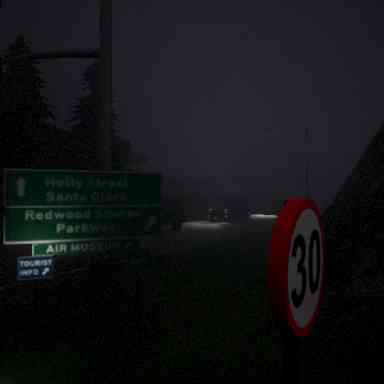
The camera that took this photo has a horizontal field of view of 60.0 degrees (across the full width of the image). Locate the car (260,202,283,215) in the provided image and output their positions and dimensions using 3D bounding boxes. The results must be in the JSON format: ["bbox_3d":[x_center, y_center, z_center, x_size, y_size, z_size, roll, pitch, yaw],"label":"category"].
[{"bbox_3d":[9.139,1.755,36.916,1.994,1.385,4.181,0,0,36],"label":"car"}]

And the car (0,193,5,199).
[{"bbox_3d":[-38.481,1.487,70.008,4.514,1.523,2.007,0,0,35],"label":"car"}]

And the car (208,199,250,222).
[{"bbox_3d":[3.261,1.543,28.865,2.097,1.767,4.553,0,0,36],"label":"car"}]

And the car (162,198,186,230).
[{"bbox_3d":[-2.633,1.413,20.775,2.150,2.045,5.566,0,0,36],"label":"car"}]

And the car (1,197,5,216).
[{"bbox_3d":[-12.316,1.504,26.043,1.905,1.878,3.866,0,0,35],"label":"car"}]
